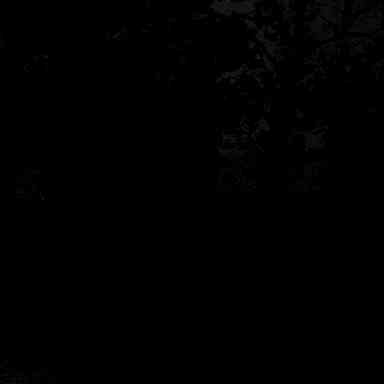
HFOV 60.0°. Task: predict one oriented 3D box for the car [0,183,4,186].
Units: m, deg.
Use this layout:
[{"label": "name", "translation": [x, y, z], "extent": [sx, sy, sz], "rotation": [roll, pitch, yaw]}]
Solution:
[{"label": "car", "translation": [-25.429, -1.337, 42.705], "extent": [4.902, 1.511, 2.128], "rotation": [6, 3, 31]}]
